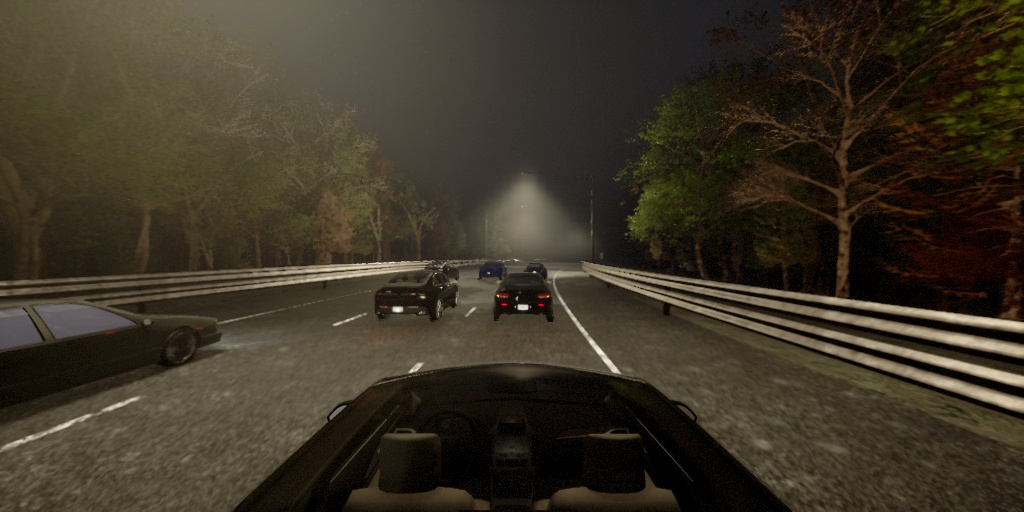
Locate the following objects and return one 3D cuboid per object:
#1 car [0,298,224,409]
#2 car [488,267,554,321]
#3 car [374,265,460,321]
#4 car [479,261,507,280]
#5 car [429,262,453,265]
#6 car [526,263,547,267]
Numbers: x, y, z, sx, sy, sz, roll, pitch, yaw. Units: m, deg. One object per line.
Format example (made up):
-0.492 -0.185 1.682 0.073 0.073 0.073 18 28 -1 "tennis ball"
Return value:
-6.841 1.282 4.802 2.033 1.411 5.357 0 0 1 "car"
0.405 1.271 12.337 1.812 1.442 4.674 0 0 2 "car"
-3.080 1.240 12.411 1.837 1.490 4.892 0 0 3 "car"
-1.549 1.202 30.732 1.882 1.535 5.008 0 0 7 "car"
-5.402 1.201 27.776 2.128 1.511 4.902 0 0 6 "car"
2.119 1.306 31.774 1.994 1.385 4.181 0 0 7 "car"
